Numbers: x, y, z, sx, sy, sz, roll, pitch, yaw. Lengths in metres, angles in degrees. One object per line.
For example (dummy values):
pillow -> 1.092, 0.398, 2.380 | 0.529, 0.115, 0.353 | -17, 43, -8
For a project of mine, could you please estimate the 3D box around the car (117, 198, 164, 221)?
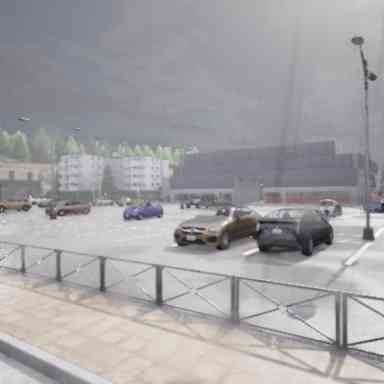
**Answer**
car -> -4.042, 1.525, 27.428 | 1.845, 1.501, 3.633 | -1, 0, 34

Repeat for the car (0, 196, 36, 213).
car -> -22.123, 1.552, 40.758 | 1.932, 1.855, 4.605 | -1, 0, 34

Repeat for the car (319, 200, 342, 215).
car -> 12.067, 1.455, 29.701 | 1.970, 1.475, 3.806 | -1, 0, 34

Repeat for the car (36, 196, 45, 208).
car -> -22.176, 1.829, 52.938 | 2.007, 1.523, 4.514 | -1, 0, 34

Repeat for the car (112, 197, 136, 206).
car -> -9.695, 1.571, 53.311 | 2.152, 1.636, 5.027 | -1, 0, 34

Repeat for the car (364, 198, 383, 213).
car -> 18.724, 1.410, 34.131 | 1.845, 1.501, 3.633 | -1, 0, 34

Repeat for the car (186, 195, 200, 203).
car -> 0.851, 1.352, 46.070 | 1.905, 1.878, 3.866 | -1, 0, 34

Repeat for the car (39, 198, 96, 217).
car -> -12.255, 1.614, 33.119 | 2.007, 1.523, 4.514 | -1, 0, 34

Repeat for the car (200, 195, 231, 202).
car -> 3.480, 1.340, 44.765 | 1.932, 1.855, 4.605 | -1, 0, 34

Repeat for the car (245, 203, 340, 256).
car -> 3.995, 1.379, 12.664 | 2.007, 1.523, 4.514 | -1, 0, 34

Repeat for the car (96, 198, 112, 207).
car -> -15.167, 1.721, 56.676 | 1.970, 1.475, 3.806 | -1, 0, 34

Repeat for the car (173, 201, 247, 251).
car -> 1.379, 1.405, 14.397 | 2.152, 1.636, 5.027 | -1, 0, 34
